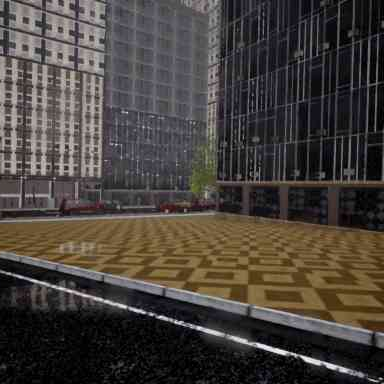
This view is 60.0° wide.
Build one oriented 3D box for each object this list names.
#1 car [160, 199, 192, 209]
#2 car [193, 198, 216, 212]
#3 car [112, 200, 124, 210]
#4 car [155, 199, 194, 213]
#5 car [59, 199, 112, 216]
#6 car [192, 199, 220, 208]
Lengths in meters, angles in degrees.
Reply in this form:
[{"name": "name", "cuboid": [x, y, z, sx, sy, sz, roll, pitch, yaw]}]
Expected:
[{"name": "car", "cuboid": [-2.423, 1.785, 52.305, 4.829, 1.417, 1.752, 1, 1, -34]}, {"name": "car", "cuboid": [2.171, 1.782, 45.896, 5.009, 1.841, 2.192, 1, 1, -34]}, {"name": "car", "cuboid": [-11.638, 1.721, 45.996, 4.403, 1.369, 2.008, 1, 1, -34]}, {"name": "car", "cuboid": [-2.511, 1.966, 42.698, 4.507, 1.381, 1.887, 1, 1, -34]}, {"name": "car", "cuboid": [-11.861, 1.645, 36.288, 5.009, 1.841, 2.192, 1, 1, -34]}, {"name": "car", "cuboid": [2.394, 1.873, 55.605, 4.313, 1.339, 1.947, 1, 1, -34]}]
